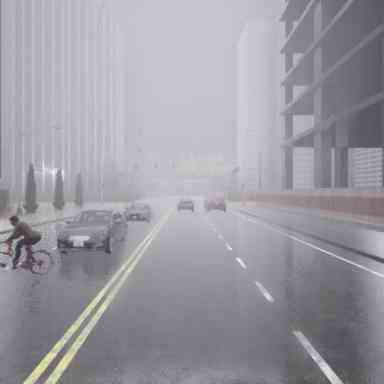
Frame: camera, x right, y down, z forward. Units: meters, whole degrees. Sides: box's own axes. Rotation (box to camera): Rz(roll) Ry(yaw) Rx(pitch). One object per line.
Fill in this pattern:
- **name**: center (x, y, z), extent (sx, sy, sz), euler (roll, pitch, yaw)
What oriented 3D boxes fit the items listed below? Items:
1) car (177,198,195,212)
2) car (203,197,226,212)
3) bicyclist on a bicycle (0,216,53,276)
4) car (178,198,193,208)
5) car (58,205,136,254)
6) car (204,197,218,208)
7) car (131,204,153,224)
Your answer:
- **car**: center (-0.722, 1.491, 39.254), extent (2.128, 1.511, 4.902), euler (0, 0, -1)
- **car**: center (2.780, 1.352, 39.141), extent (2.097, 1.767, 4.553), euler (0, 0, -1)
- **bicyclist on a bicycle**: center (-4.565, 1.455, 8.895), extent (1.656, 1.620, 0.582), euler (-2, 0, -1)
- **car**: center (-0.949, 1.564, 48.488), extent (1.994, 1.385, 4.181), euler (0, 0, -1)
- **car**: center (-3.849, 1.491, 13.593), extent (2.128, 1.511, 4.902), euler (0, 0, -1)
- **car**: center (2.734, 1.505, 48.345), extent (1.837, 1.490, 4.892), euler (0, 0, 2)
- **car**: center (-4.009, 1.564, 24.927), extent (1.994, 1.385, 4.181), euler (0, 0, -1)
